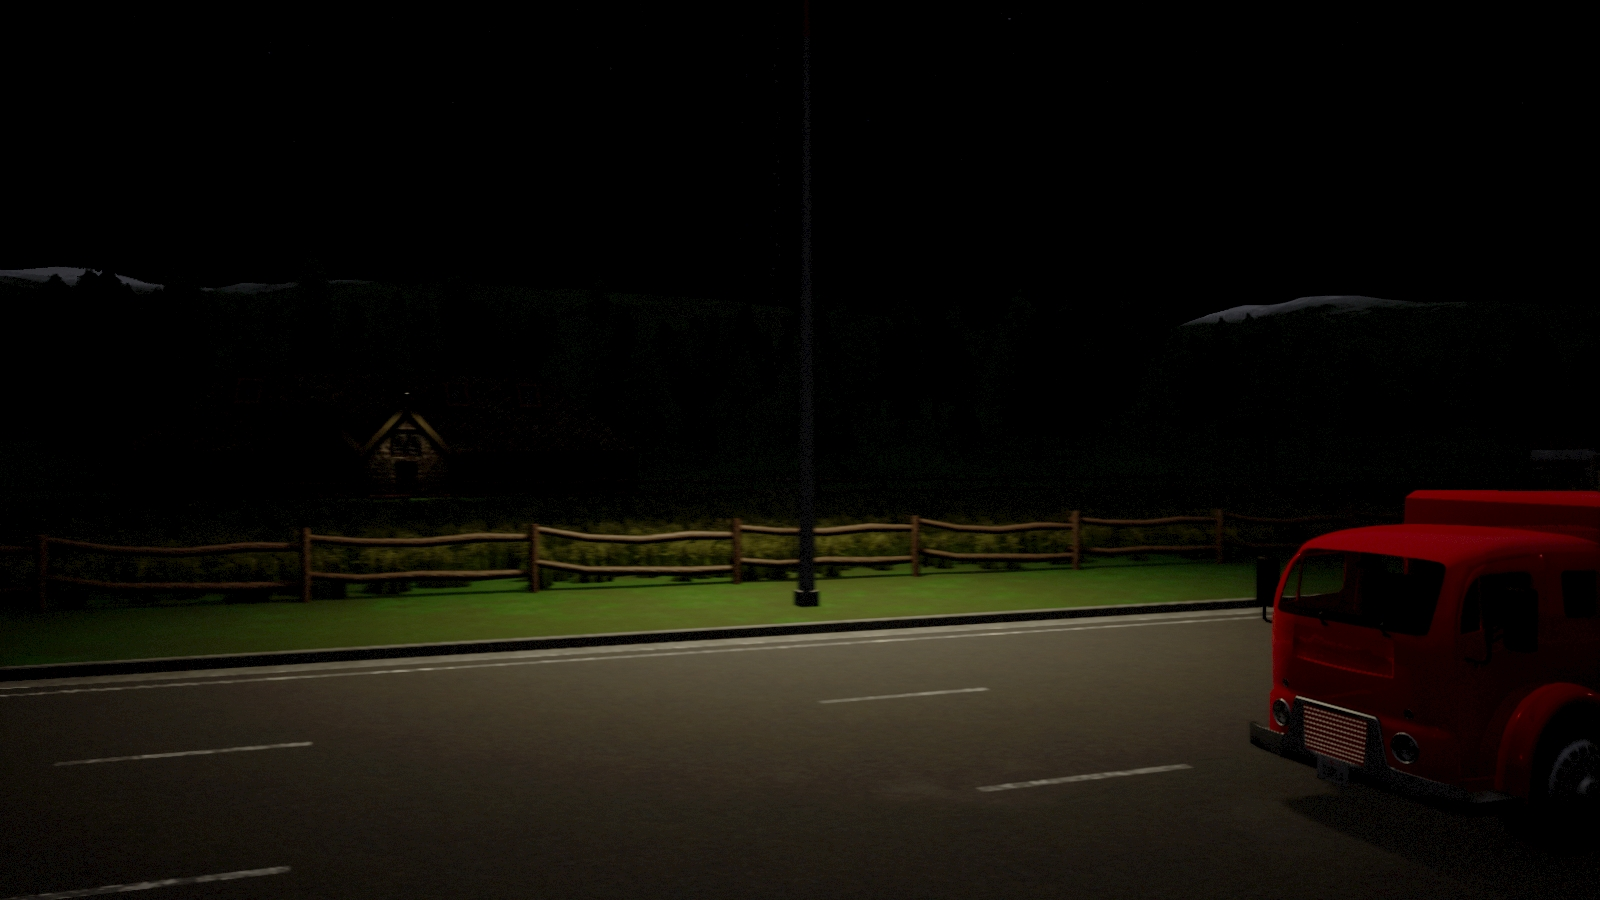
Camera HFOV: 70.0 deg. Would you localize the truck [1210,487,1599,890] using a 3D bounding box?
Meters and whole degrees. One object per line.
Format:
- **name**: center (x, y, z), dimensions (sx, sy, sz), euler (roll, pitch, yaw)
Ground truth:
- **truck**: center (6.379, 1.577, 9.343), dimensions (5.204, 2.467, 2.627), euler (1, 0, -20)
